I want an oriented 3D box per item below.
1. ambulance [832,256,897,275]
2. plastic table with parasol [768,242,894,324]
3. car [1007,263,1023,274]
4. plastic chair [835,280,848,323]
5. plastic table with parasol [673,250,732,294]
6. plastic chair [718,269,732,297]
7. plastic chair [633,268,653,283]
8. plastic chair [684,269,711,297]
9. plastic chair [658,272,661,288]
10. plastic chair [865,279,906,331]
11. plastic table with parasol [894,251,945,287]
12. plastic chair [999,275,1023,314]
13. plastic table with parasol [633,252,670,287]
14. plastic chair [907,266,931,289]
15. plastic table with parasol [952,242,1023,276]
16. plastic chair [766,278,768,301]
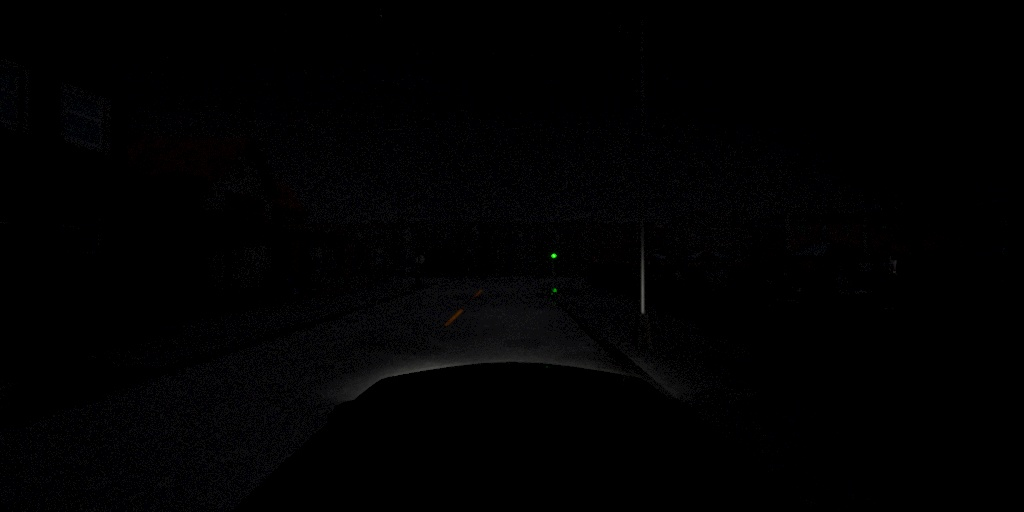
[{"bbox_3d":[37.699,1.171,39.009,6.366,2.431,2.351,0,-1,0],"label":"ambulance"},{"bbox_3d":[9.975,0.788,11.236,2.482,2.480,2.482,0,0,-40],"label":"plastic table with parasol"},{"bbox_3d":[47.779,1.465,34.035,2.097,1.767,4.553,0,-1,-32],"label":"car"},{"bbox_3d":[9.001,1.410,10.336,0.730,1.272,0.750,0,0,-35],"label":"plastic chair"},{"bbox_3d":[10.688,0.902,19.676,2.482,2.480,2.482,0,0,-40],"label":"plastic table with parasol"},{"bbox_3d":[11.420,1.488,18.678,0.750,1.272,0.730,0,0,-40],"label":"plastic chair"},{"bbox_3d":[8.716,1.584,24.005,0.730,1.272,0.750,0,0,-35],"label":"plastic chair"},{"bbox_3d":[9.714,1.496,18.775,0.730,1.272,0.750,0,0,-35],"label":"plastic chair"},{"bbox_3d":[10.422,1.582,23.908,0.750,1.272,0.730,0,0,-40],"label":"plastic chair"},{"bbox_3d":[10.707,1.403,10.239,0.750,1.272,0.730,0,0,-40],"label":"plastic chair"},{"bbox_3d":[28.269,0.885,24.946,2.482,2.480,2.482,0,0,-38],"label":"plastic table with parasol"},{"bbox_3d":[16.948,1.401,12.071,0.730,1.272,0.750,0,0,-34],"label":"plastic chair"},{"bbox_3d":[9.689,0.990,24.906,2.482,2.480,2.482,0,0,-40],"label":"plastic table with parasol"},{"bbox_3d":[27.256,1.511,24.000,0.730,1.272,0.750,0,0,-32],"label":"plastic chair"},{"bbox_3d":[17.941,0.743,12.915,2.482,2.480,2.482,0,0,-39],"label":"plastic table with parasol"},{"bbox_3d":[9.221,1.404,12.261,0.750,1.272,0.730,0,0,-39],"label":"plastic chair"}]
